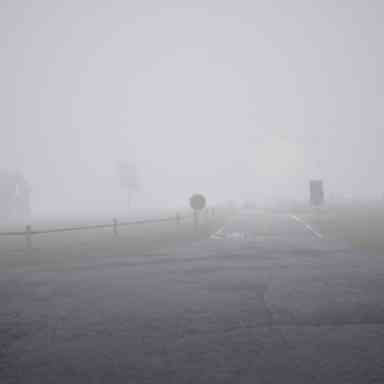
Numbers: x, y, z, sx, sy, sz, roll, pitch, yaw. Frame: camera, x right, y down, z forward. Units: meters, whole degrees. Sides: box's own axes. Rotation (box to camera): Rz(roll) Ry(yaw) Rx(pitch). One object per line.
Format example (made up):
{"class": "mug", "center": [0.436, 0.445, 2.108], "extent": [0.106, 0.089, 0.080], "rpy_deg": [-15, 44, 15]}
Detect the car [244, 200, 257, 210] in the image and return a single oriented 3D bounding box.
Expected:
{"class": "car", "center": [8.611, 1.889, 49.310], "extent": [1.895, 1.301, 4.718], "rpy_deg": [-2, -1, 9]}
